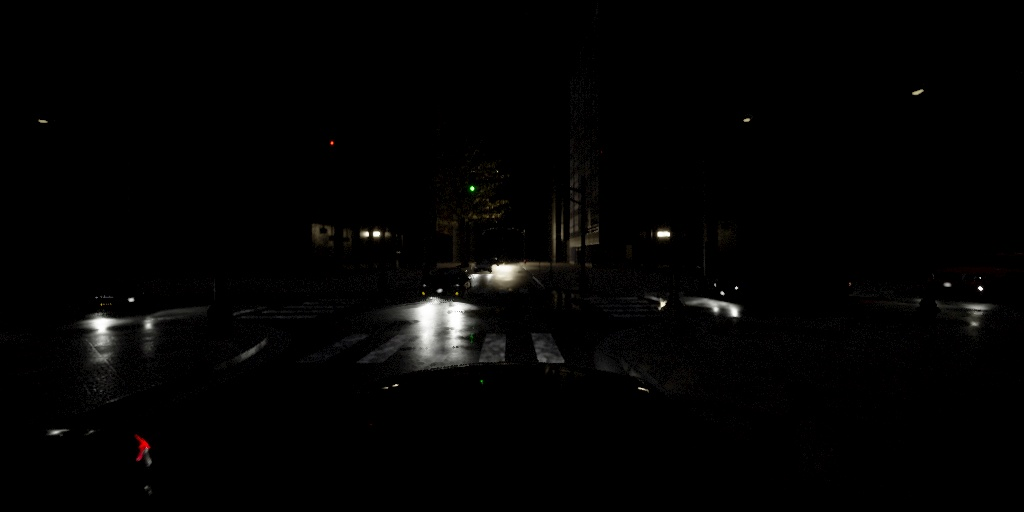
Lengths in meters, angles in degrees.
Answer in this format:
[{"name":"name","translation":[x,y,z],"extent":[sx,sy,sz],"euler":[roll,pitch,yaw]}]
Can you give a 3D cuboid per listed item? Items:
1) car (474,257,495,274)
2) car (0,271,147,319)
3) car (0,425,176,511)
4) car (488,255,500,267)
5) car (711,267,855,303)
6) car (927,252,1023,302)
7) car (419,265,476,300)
[{"name":"car","translation":[-3.164,1.183,39.746],"extent":[1.812,1.442,4.674],"euler":[0,0,0]},{"name":"car","translation":[-15.494,1.265,12.299],"extent":[4.892,1.490,1.837],"euler":[0,0,0]},{"name":"car","translation":[-2.991,1.318,0.354],"extent":[1.994,1.385,4.181],"euler":[0,0,0]},{"name":"car","translation":[-3.263,0.819,61.597],"extent":[2.150,2.045,5.566],"euler":[0,0,0]},{"name":"car","translation":[11.717,1.210,15.622],"extent":[5.357,1.411,2.033],"euler":[0,0,-4]},{"name":"car","translation":[21.754,0.851,15.646],"extent":[5.566,2.045,2.150],"euler":[-1,0,0]},{"name":"car","translation":[-3.067,1.275,17.241],"extent":[1.994,1.385,4.181],"euler":[0,0,0]}]
